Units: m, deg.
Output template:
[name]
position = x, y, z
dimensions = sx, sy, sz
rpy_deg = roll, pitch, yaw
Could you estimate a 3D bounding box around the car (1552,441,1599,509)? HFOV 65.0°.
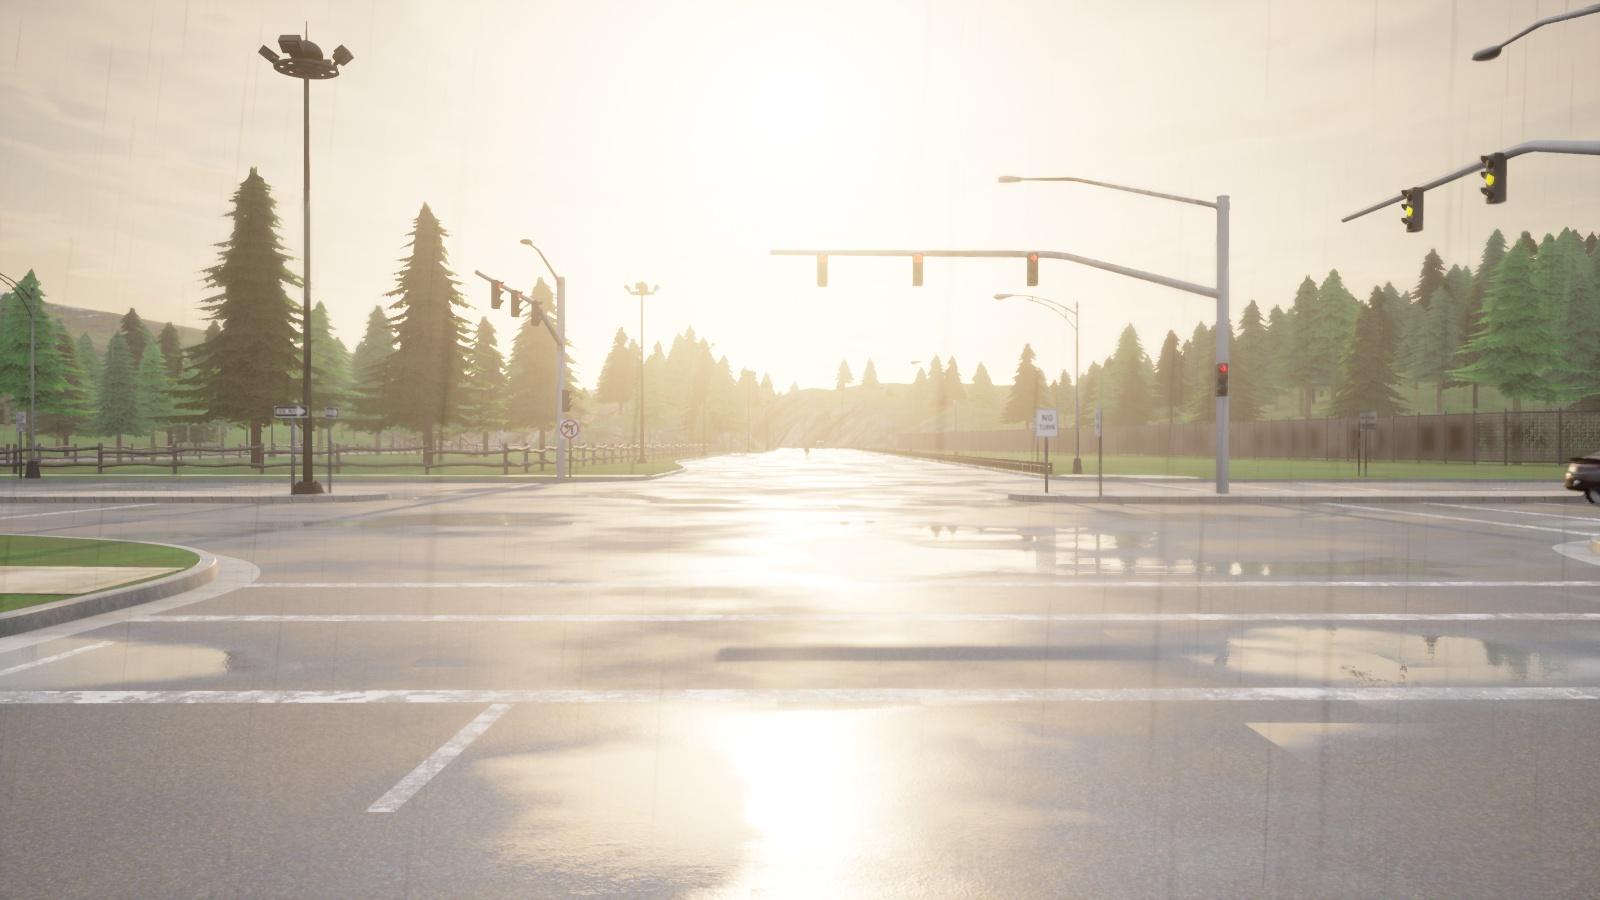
[car]
position = 20.344, 0.556, 28.799
dimensions = 4.902, 1.511, 2.128
rpy_deg = 0, 0, 1
